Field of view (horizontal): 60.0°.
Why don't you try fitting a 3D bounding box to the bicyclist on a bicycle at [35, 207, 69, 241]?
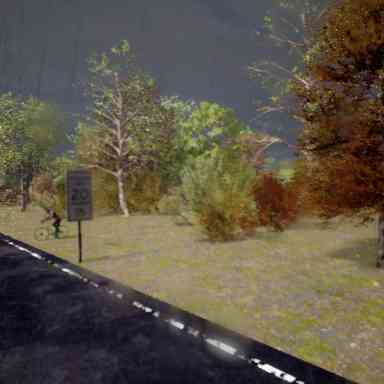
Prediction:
[{"bbox_3d":[-6.996,1.592,16.610,1.656,1.620,0.582,-2,1,-39],"label":"bicyclist on a bicycle"}]
